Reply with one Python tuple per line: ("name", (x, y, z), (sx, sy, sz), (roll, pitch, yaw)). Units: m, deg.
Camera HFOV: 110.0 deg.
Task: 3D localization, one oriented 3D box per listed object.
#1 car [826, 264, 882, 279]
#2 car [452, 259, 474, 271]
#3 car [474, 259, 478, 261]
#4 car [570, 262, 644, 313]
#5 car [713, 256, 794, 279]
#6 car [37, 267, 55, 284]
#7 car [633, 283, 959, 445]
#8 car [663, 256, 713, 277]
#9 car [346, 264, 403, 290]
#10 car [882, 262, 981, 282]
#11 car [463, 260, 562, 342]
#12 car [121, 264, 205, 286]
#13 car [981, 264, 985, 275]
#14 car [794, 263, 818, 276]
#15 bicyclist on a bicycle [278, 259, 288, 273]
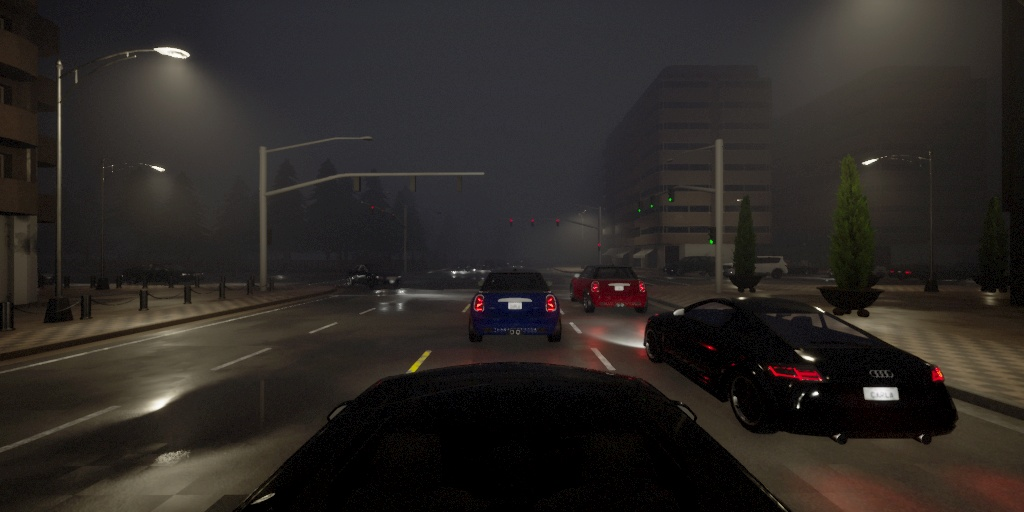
("car", (31.806, 1.329, 33.068), (4.674, 1.442, 1.812), (0, 0, 0))
("car", (-6.859, 1.311, 48.668), (1.994, 1.385, 4.181), (0, 0, 2))
("car", (-6.246, 1.251, 57.557), (1.837, 1.490, 4.892), (0, 0, 7))
("car", (3.606, 1.101, 14.151), (2.097, 1.767, 4.553), (0, 0, 0))
("car", (22.169, 1.025, 33.036), (5.566, 2.045, 2.150), (0, 0, 0))
("car", (-35.540, 1.294, 25.618), (4.902, 1.511, 2.128), (0, 0, 0))
("car", (3.607, 1.314, 5.510), (1.994, 1.385, 4.181), (0, 0, 0))
("car", (18.422, 1.025, 36.521), (5.566, 2.045, 2.150), (0, 0, 0))
("car", (-8.789, 1.241, 22.740), (4.902, 1.511, 2.128), (0, -1, 43))
("car", (34.240, 1.351, 29.379), (5.357, 1.411, 2.033), (0, 0, 0))
("car", (0.083, 1.102, 9.923), (2.097, 1.767, 4.553), (0, 0, 0))
("car", (-24.868, 1.297, 25.655), (4.902, 1.511, 2.128), (0, 0, 0))
("car", (42.130, 1.281, 33.091), (5.008, 1.535, 1.882), (0, 0, 0))
("car", (28.181, 1.404, 36.557), (4.718, 1.301, 1.895), (0, 0, 0))
("bicyclist on a bicycle", (-25.611, 1.104, 40.135), (0.582, 1.620, 1.656), (0, 0, 0))
